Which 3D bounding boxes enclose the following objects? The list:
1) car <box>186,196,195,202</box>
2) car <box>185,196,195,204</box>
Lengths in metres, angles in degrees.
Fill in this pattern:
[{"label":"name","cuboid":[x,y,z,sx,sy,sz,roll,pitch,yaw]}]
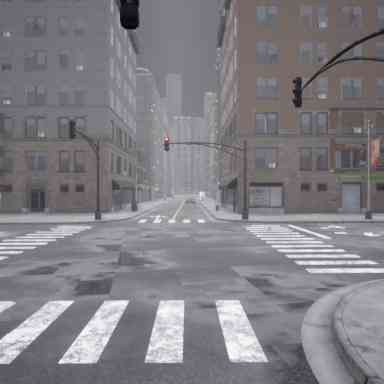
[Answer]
[{"label":"car","cuboid":[-0.383,1.484,73.761,1.895,1.301,4.718,0,0,0]},{"label":"car","cuboid":[-0.313,1.649,63.756,1.895,1.301,4.718,0,0,0]}]
